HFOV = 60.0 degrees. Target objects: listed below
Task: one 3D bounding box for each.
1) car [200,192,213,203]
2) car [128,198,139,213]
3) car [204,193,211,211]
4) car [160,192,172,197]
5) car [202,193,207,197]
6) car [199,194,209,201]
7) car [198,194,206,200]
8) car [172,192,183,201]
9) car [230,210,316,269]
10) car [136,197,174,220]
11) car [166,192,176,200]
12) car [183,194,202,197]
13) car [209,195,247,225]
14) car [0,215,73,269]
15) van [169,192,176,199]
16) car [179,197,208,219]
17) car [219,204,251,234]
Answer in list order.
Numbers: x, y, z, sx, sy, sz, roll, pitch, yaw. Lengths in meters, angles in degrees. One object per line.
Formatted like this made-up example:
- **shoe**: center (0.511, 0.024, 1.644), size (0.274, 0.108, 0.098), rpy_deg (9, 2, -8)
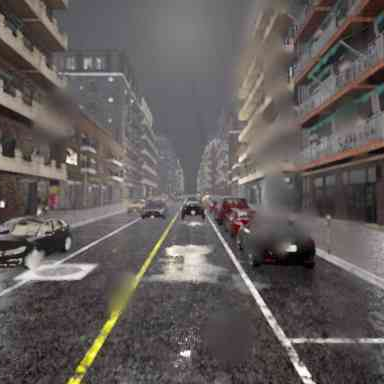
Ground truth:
- **car**: center (2.587, 1.012, 61.812), size (2.192, 1.841, 5.009), rpy_deg (2, 0, 0)
- **car**: center (-5.295, 1.347, 33.323), size (1.752, 1.417, 4.829), rpy_deg (2, 0, 0)
- **car**: center (2.587, 1.260, 33.489), size (1.967, 1.590, 4.097), rpy_deg (2, 0, 0)
- **car**: center (-5.296, 1.138, 61.817), size (1.967, 1.590, 4.097), rpy_deg (2, 0, 0)
- **car**: center (2.586, 1.234, 39.154), size (1.967, 1.590, 4.097), rpy_deg (2, 0, 0)
- **car**: center (2.578, 1.202, 73.140), size (2.008, 1.369, 4.403), rpy_deg (2, 0, 0)
- **car**: center (2.577, 1.138, 84.640), size (1.752, 1.417, 4.829), rpy_deg (2, 0, 0)
- **car**: center (-2.763, 1.022, 67.583), size (2.097, 1.767, 4.553), rpy_deg (0, 0, 0)
- **car**: center (2.586, 1.504, 10.836), size (1.947, 1.339, 4.313), rpy_deg (2, 0, 0)
- **car**: center (-2.851, 1.401, 26.673), size (2.033, 1.411, 5.357), rpy_deg (0, 0, 0)
- **car**: center (-5.296, 0.929, 84.474), size (2.192, 1.841, 5.009), rpy_deg (2, 0, 0)
- **car**: center (0.062, 1.226, 44.278), size (1.801, 1.575, 5.366), rpy_deg (0, 0, 0)
- **car**: center (2.593, 1.192, 22.162), size (2.192, 1.841, 5.009), rpy_deg (2, 0, 0)
- **car**: center (-5.292, 1.489, 10.840), size (2.008, 1.369, 4.403), rpy_deg (2, 0, 0)
- **van**: center (-5.297, 0.939, 90.137), size (1.690, 1.788, 3.998), rpy_deg (2, 0, 0)
- **car**: center (0.094, 1.375, 27.531), size (1.812, 1.442, 4.674), rpy_deg (0, 0, 0)
- **car**: center (2.585, 1.489, 16.498), size (1.802, 1.307, 4.206), rpy_deg (2, 0, 0)
